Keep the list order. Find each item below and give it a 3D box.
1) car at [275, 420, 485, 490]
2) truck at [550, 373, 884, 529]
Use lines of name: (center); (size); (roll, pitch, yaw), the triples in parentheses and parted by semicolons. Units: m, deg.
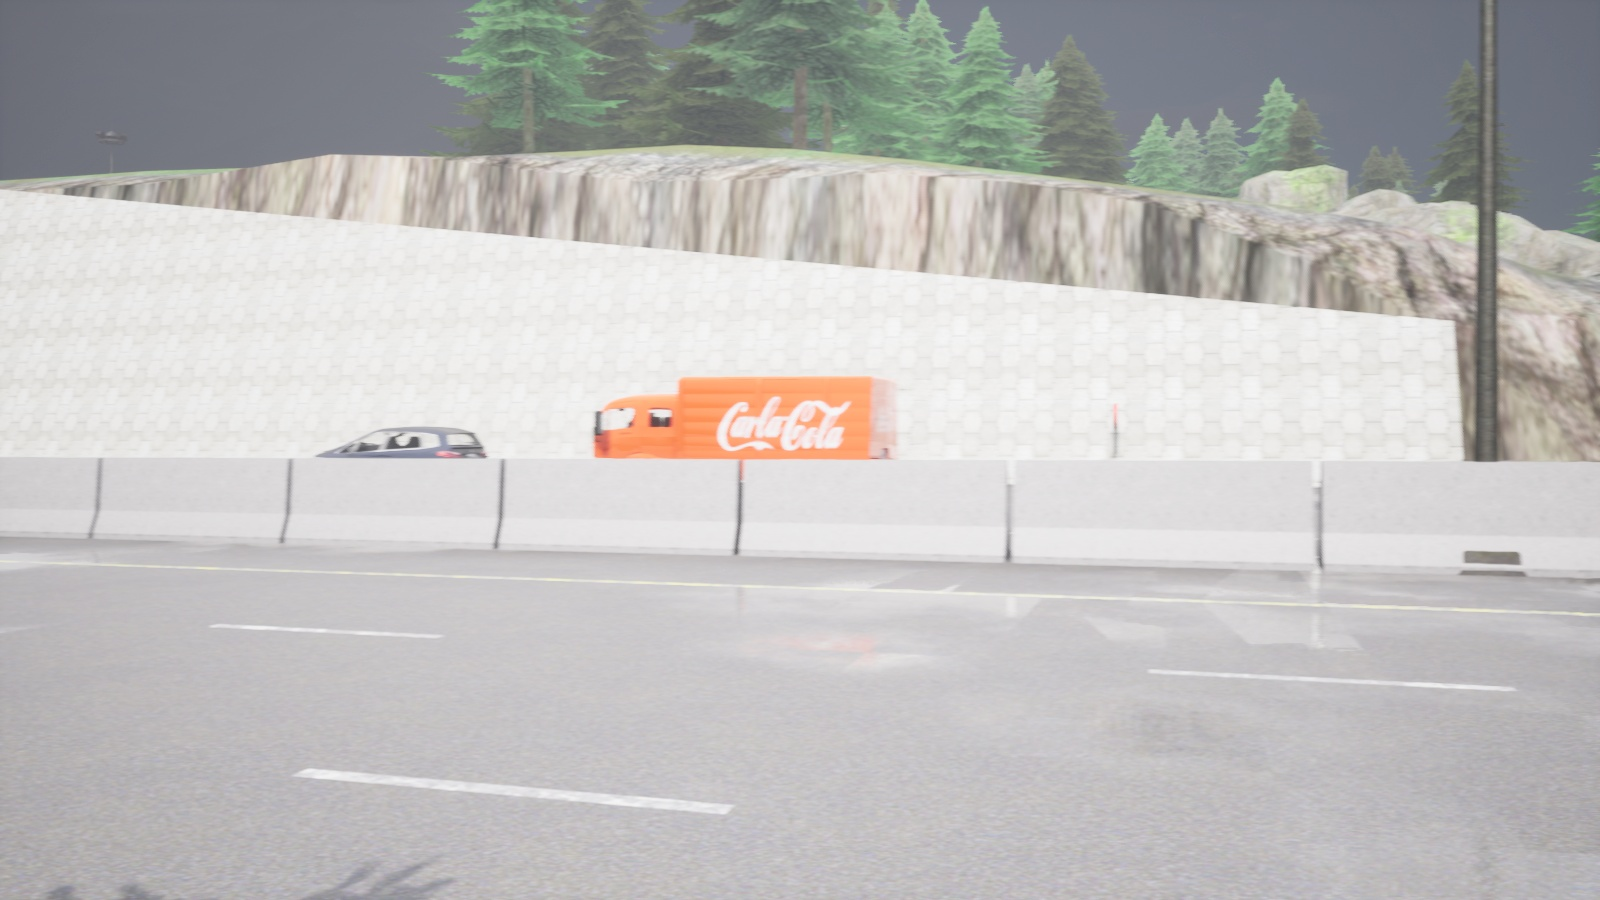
car: (-10.658, 0.092, 31.963); (4.611, 1.667, 2.242); (0, 1, 16)
truck: (-1.381, -0.036, 21.911); (5.204, 2.467, 2.627); (1, 1, 16)
